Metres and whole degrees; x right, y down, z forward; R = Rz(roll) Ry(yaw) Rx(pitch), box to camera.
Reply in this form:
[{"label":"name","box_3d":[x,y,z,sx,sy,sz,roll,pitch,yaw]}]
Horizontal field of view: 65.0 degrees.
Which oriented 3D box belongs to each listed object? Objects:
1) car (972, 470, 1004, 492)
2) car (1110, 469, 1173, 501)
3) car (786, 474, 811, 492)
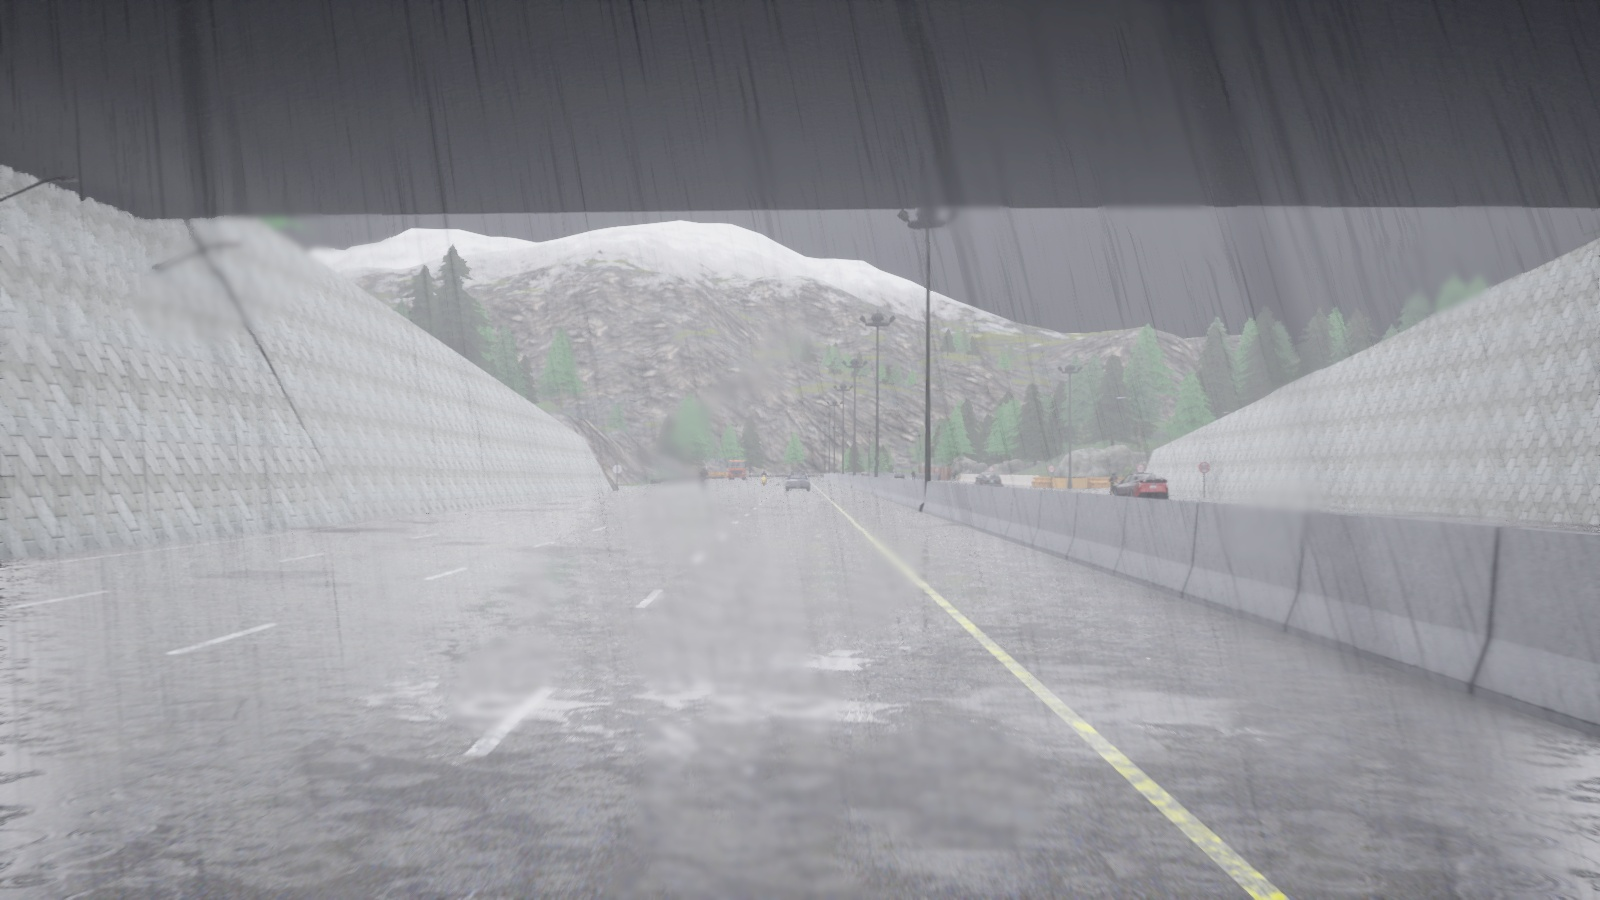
[{"label":"car","box_3d":[13.858,2.296,92.892,1.789,1.549,3.705,0,-1,0]},{"label":"car","box_3d":[17.396,1.766,64.163,2.007,1.525,4.514,0,-1,0]},{"label":"car","box_3d":[-0.147,2.552,97.714,1.895,1.301,4.718,0,-1,0]}]
